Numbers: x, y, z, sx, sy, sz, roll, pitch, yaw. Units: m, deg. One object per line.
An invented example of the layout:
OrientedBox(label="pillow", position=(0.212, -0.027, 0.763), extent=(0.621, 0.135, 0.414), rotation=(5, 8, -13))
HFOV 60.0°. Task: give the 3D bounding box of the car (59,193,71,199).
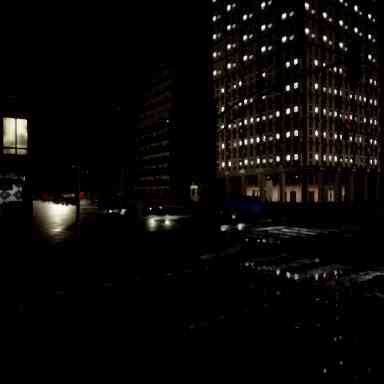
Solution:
OrientedBox(label="car", position=(-32.776, 1.064, 85.821), extent=(1.752, 1.417, 4.829), rotation=(0, 0, -34))

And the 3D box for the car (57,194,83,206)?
OrientedBox(label="car", position=(-17.925, 1.362, 48.856), extent=(1.947, 1.339, 4.313), rotation=(0, 0, -34))

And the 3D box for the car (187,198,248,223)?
OrientedBox(label="car", position=(1.475, 1.412, 24.751), extent=(2.128, 1.511, 4.902), rotation=(-1, 1, -34))

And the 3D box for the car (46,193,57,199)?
OrientedBox(label="car", position=(-36.694, 1.064, 86.809), extent=(1.812, 1.442, 4.674), rotation=(-1, 1, -34))

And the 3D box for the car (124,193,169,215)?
OrientedBox(label="car", position=(-4.468, 1.093, 33.552), extent=(2.150, 2.045, 5.566), rotation=(-1, 1, -33))

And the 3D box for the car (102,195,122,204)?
OrientedBox(label="car", position=(-14.080, 1.246, 58.137), extent=(1.887, 1.381, 4.507), rotation=(0, 0, -34))

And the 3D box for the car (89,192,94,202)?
OrientedBox(label="car", position=(-17.181, 0.990, 62.727), extent=(2.192, 1.841, 5.009), rotation=(0, 0, -34))

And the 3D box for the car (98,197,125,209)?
OrientedBox(label="car", position=(-10.271, 1.348, 42.163), extent=(1.812, 1.442, 4.674), rotation=(-1, 0, -34))

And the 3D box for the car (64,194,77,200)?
OrientedBox(label="car", position=(-29.581, 1.117, 81.090), extent=(2.008, 1.369, 4.403), rotation=(0, 0, -34))

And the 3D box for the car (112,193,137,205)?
OrientedBox(label="car", position=(-10.980, 1.043, 53.545), extent=(2.192, 1.841, 5.009), rotation=(0, 0, -34))

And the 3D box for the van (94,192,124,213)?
OrientedBox(label="van", position=(-8.625, 1.216, 35.084), extent=(1.690, 1.788, 3.998), rotation=(0, 0, -34))

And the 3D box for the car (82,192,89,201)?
OrientedBox(label="car", position=(-20.281, 1.214, 67.319), extent=(1.947, 1.339, 4.313), rotation=(0, 0, -34))

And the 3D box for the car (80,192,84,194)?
OrientedBox(label="car", position=(-23.381, 0.936, 71.908), extent=(2.192, 1.841, 5.009), rotation=(0, 0, -34))

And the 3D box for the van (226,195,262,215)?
OrientedBox(label="van", position=(4.612, 1.200, 30.660), extent=(1.690, 1.788, 3.998), rotation=(0, 0, -34))

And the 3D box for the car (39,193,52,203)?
OrientedBox(label="car", position=(-27.225, 1.297, 62.628), extent=(1.802, 1.307, 4.206), rotation=(0, 0, -34))

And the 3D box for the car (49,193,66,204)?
OrientedBox(label="car", position=(-21.025, 1.320, 53.446), extent=(2.008, 1.369, 4.403), rotation=(0, 0, -34))

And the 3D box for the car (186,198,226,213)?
OrientedBox(label="car", position=(1.438, 1.378, 35.200), extent=(1.887, 1.381, 4.507), rotation=(0, 0, -34))
